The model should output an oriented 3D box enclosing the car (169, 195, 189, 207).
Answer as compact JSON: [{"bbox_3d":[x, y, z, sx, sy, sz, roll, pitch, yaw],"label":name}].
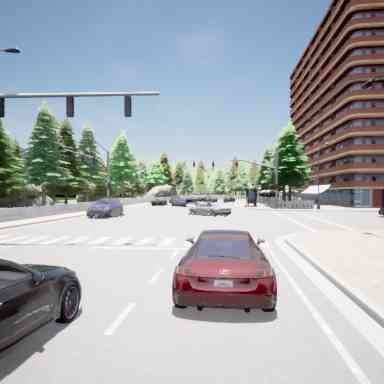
[{"bbox_3d":[-1.929,1.564,49.527,1.994,1.385,4.181,0,0,4],"label":"car"}]

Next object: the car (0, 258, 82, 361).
[{"bbox_3d":[-3.136,1.526,4.295,1.812,1.442,4.674,0,0,7],"label":"car"}]

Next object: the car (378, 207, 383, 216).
[{"bbox_3d":[19.230,1.619,29.983,4.181,1.385,1.994,0,0,6],"label":"car"}]

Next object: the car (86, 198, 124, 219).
[{"bbox_3d":[-7.651,1.357,29.646,2.097,1.767,4.553,0,0,6],"label":"car"}]

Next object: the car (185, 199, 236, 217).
[{"bbox_3d":[1.679,1.634,32.015,1.895,1.301,4.718,0,0,-37],"label":"car"}]

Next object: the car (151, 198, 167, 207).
[{"bbox_3d":[-5.205,1.601,52.709,1.895,1.301,4.718,0,0,6],"label":"car"}]

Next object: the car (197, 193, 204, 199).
[{"bbox_3d":[3.643,1.540,79.848,2.033,1.411,5.357,0,0,25],"label":"car"}]

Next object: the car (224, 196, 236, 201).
[{"bbox_3d":[8.276,1.524,72.502,2.128,1.511,4.902,0,0,18],"label":"car"}]

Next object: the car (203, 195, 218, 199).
[{"bbox_3d":[4.355,1.596,71.419,1.895,1.301,4.718,0,0,15],"label":"car"}]

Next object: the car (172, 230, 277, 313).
[{"bbox_3d":[0.771,1.564,7.788,1.994,1.385,4.181,0,0,6],"label":"car"}]

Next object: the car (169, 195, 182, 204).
[{"bbox_3d":[-3.421,1.499,68.249,1.837,1.490,4.892,0,1,7],"label":"car"}]

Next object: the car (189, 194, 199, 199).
[{"bbox_3d":[-0.339,1.601,64.652,1.895,1.301,4.718,0,0,7],"label":"car"}]
